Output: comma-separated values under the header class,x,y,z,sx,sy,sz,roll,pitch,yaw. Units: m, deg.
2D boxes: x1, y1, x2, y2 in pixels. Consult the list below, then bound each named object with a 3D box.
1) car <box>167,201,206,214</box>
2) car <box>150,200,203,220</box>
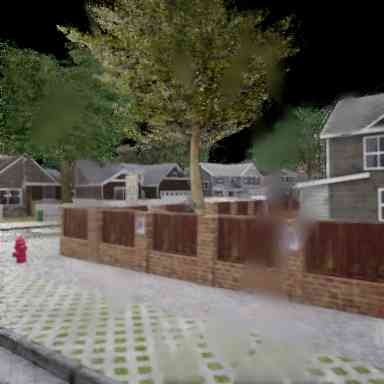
class,x,y,z,sx,sy,sz,roll,pitch,yaw
car,0.272,1.488,27.306,2.128,1.511,4.902,-1,-1,38
car,-1.308,1.536,30.056,2.128,1.511,4.902,-1,-1,38
